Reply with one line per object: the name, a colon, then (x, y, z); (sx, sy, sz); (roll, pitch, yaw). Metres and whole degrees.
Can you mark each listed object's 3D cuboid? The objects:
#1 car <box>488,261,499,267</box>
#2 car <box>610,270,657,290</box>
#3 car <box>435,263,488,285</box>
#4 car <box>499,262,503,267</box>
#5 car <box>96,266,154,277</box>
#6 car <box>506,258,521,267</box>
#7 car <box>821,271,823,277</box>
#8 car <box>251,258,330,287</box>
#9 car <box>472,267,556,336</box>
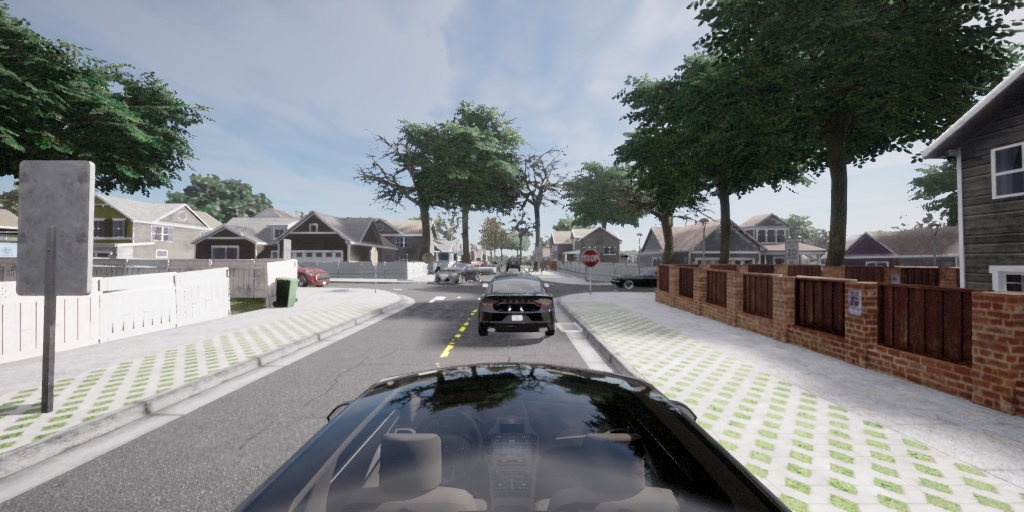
car: (-2.768, 1.506, 40.359); (1.895, 1.301, 4.718); (0, 0, 0)
car: (9.062, 1.596, 23.964); (4.718, 1.301, 1.895); (1, -1, -1)
car: (-3.967, 1.306, 27.194); (2.128, 1.511, 4.902); (1, 0, 19)
car: (-2.708, 1.560, 55.292); (1.837, 1.490, 4.892); (0, 0, 0)
car: (-22.961, 0.949, 20.685); (4.892, 1.490, 1.837); (1, -1, -1)
car: (0.207, 1.299, 57.110); (2.150, 2.045, 5.566); (0, -1, 0)
car: (19.526, 1.678, 24.072); (4.892, 1.490, 1.837); (1, -1, -1)
car: (-13.021, 0.934, 20.710); (4.553, 1.767, 2.097); (1, -1, 2)
car: (0.118, 1.239, 10.488); (1.882, 1.535, 5.008); (0, 0, 0)
